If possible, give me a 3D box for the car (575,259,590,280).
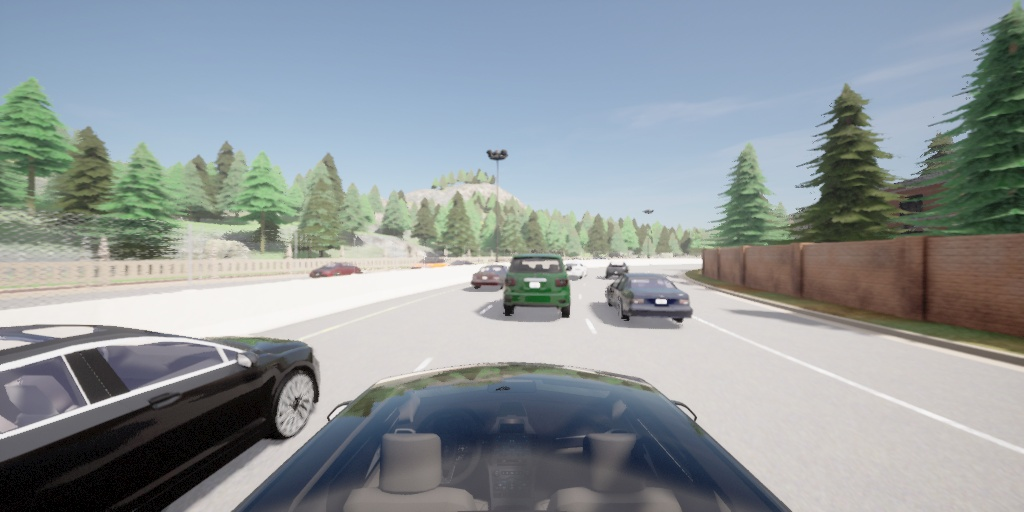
[{"bbox_3d":[5.383,1.212,31.042,1.812,1.442,4.674,0,0,19],"label":"car"}]

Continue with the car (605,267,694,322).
[{"bbox_3d":[4.410,1.285,12.276,2.033,1.411,5.357,0,0,8],"label":"car"}]

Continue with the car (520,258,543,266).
[{"bbox_3d":[3.636,1.074,65.229,1.837,1.490,4.892,0,0,36],"label":"car"}]

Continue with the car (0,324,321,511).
[{"bbox_3d":[-3.269,1.226,2.445,2.128,1.511,4.902,0,0,1],"label":"car"}]

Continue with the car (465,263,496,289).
[{"bbox_3d":[-0.921,1.234,22.002,2.033,1.411,5.357,0,0,13],"label":"car"}]

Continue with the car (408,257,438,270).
[{"bbox_3d":[-8.153,0.969,35.126,2.097,1.767,4.553,0,0,20],"label":"car"}]

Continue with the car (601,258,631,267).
[{"bbox_3d":[9.529,1.192,32.156,2.128,1.511,4.902,0,0,21],"label":"car"}]

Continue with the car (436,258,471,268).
[{"bbox_3d":[-4.942,1.160,33.792,1.812,1.442,4.674,0,0,19],"label":"car"}]

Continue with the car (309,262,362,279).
[{"bbox_3d":[-13.849,1.177,28.382,1.994,1.385,4.181,0,0,15],"label":"car"}]

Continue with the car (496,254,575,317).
[{"bbox_3d":[1.034,0.942,13.239,2.150,2.045,5.566,0,0,8],"label":"car"}]
